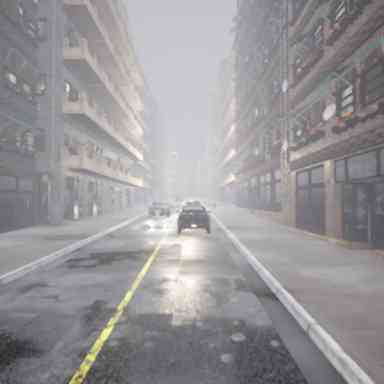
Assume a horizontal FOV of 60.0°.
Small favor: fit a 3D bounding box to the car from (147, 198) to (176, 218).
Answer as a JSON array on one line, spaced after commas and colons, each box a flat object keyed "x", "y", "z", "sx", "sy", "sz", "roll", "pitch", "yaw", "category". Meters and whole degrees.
[{"x": -2.844, "y": 1.522, "z": 29.968, "sx": 2.128, "sy": 1.511, "sz": 4.902, "roll": 0, "pitch": 0, "yaw": 0, "category": "car"}]

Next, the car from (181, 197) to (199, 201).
[{"x": 0.102, "y": 1.540, "z": 41.293, "sx": 2.128, "sy": 1.511, "sz": 4.902, "roll": 0, "pitch": 0, "yaw": 0, "category": "car"}]

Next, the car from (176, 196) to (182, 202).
[{"x": -2.749, "y": 1.546, "z": 71.038, "sx": 1.837, "sy": 1.490, "sz": 4.892, "roll": 0, "pitch": 0, "yaw": 0, "category": "car"}]

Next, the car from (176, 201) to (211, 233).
[{"x": 0.102, "y": 1.524, "z": 19.873, "sx": 1.837, "sy": 1.490, "sz": 4.892, "roll": 0, "pitch": 0, "yaw": 0, "category": "car"}]
